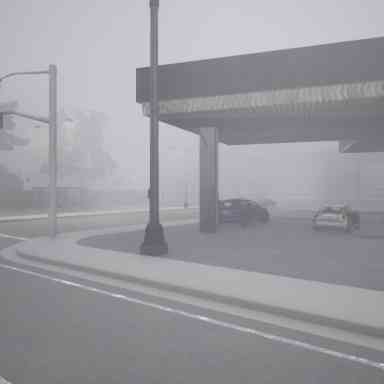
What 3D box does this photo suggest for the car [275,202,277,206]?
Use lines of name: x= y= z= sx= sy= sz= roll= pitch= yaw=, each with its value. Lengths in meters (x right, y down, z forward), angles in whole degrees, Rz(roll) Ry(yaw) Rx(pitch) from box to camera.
car: x=10.459 y=1.547 z=48.004 sx=2.033 sy=1.411 sz=5.357 roll=0 pitch=0 yaw=37

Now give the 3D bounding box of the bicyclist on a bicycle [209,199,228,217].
bicyclist on a bicycle: x=2.456 y=1.453 z=30.454 sx=1.656 sy=1.620 sz=0.582 roll=0 pitch=0 yaw=18

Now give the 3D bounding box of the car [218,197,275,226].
car: x=3.376 y=1.295 z=22.064 sx=2.242 sy=1.667 sz=4.611 roll=0 pitch=0 yaw=37

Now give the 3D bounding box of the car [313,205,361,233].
car: x=8.450 y=1.456 z=19.265 sx=1.970 sy=1.475 sz=3.806 roll=0 pitch=0 yaw=37

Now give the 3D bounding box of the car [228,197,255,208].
car: x=7.471 y=1.505 z=49.853 sx=1.837 sy=1.490 sz=4.892 roll=0 pitch=0 yaw=36

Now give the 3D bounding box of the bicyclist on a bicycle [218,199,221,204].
bicyclist on a bicycle: x=2.495 y=1.387 z=29.719 sx=0.582 sy=1.620 sz=1.656 roll=0 pitch=-9 yaw=-36
